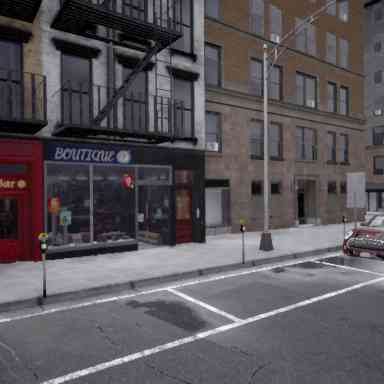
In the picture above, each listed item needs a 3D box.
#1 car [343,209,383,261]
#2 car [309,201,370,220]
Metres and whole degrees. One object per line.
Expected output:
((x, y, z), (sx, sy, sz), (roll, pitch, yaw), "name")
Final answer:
((7.043, 1.442, 11.592), (4.097, 1.590, 1.967), (0, -1, -36), "car")
((13.923, 1.664, 31.702), (1.882, 1.535, 5.008), (-1, 0, -37), "car")
